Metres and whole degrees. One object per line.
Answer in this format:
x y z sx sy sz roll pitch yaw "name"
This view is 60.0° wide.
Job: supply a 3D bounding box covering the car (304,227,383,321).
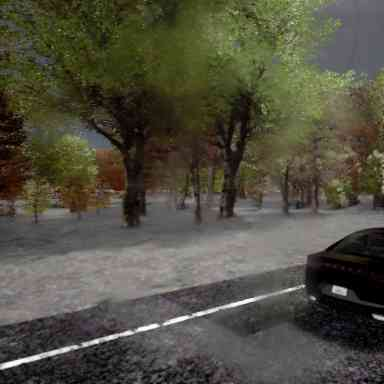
4.446 1.472 6.920 5.008 1.535 1.882 0 0 -35 "car"
